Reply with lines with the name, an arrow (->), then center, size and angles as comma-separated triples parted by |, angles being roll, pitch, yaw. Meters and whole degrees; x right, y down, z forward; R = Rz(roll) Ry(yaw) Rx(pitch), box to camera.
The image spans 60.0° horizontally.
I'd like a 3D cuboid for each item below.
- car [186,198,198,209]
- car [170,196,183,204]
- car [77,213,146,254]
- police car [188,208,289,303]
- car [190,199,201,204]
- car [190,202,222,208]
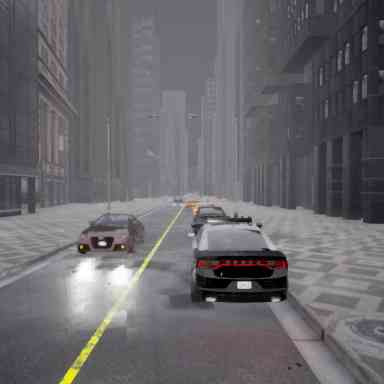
car -> 0.189, 1.529, 47.070 | 1.882, 1.535, 5.008 | 0, 0, 1
car -> -2.767, 1.565, 66.626 | 1.882, 1.535, 5.008 | 0, 0, 0
car -> -3.056, 1.567, 13.324 | 1.994, 1.385, 4.181 | 0, 0, 0
police car -> 0.927, 1.426, 8.411 | 1.930, 1.638, 5.238 | 0, 0, 0
car -> 0.984, 1.495, 24.303 | 1.882, 1.535, 5.008 | 0, 0, 0
car -> 0.962, 1.514, 18.302 | 1.837, 1.490, 4.892 | 0, 0, 0
